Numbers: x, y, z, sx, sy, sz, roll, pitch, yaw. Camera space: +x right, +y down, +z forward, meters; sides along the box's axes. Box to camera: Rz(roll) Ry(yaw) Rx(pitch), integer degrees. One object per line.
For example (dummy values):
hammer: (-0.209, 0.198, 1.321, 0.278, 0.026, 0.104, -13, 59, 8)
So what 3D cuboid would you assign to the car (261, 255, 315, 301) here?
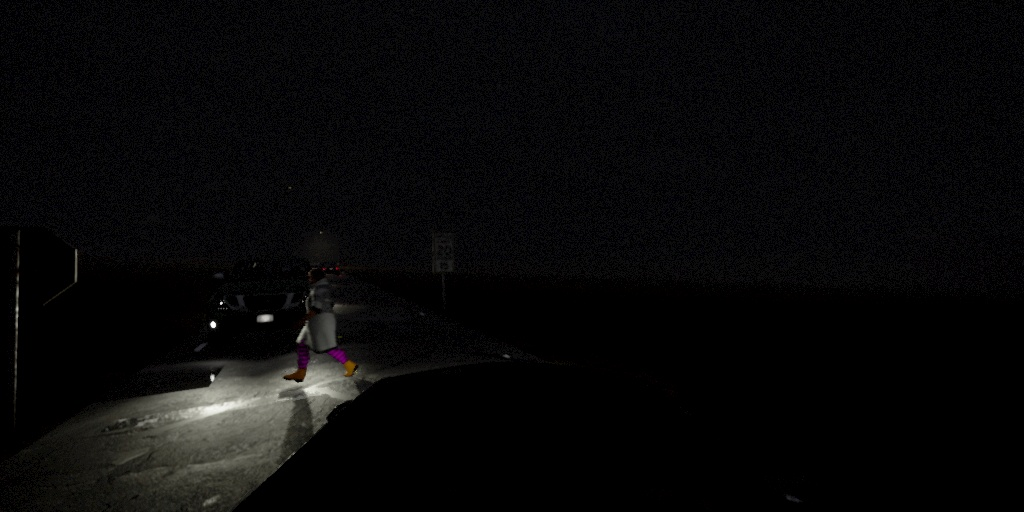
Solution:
car: (-11.759, 1.002, 19.054, 2.150, 2.045, 5.566, 0, 0, -30)

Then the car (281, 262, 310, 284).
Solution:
car: (-17.307, 1.276, 28.835, 1.882, 1.535, 5.008, 0, 0, -29)

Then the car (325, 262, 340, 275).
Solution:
car: (-20.613, 1.376, 40.580, 2.033, 1.411, 5.357, 0, 0, -30)

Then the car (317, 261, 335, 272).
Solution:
car: (-25.742, 1.443, 49.578, 1.994, 1.385, 4.181, 0, 0, -29)

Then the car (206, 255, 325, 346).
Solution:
car: (-6.670, 0.995, 10.108, 2.150, 2.045, 5.566, 0, 0, -30)

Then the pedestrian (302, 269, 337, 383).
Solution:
pedestrian: (-3.112, 1.058, 5.802, 0.375, 1.860, 0.375, 2, -3, -30)
